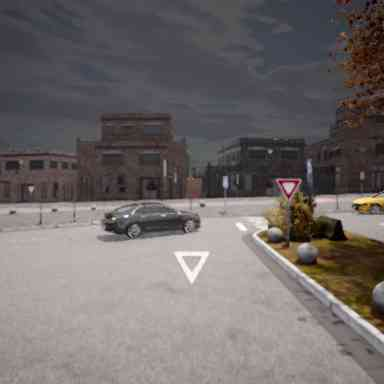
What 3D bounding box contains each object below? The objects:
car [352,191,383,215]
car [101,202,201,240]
[{"bbox_3d":[13.181,0.603,21.855,5.008,1.535,1.882,-3,1,1],"label":"car"},{"bbox_3d":[-1.827,1.262,15.807,4.892,1.490,1.837,-1,1,-34],"label":"car"}]
